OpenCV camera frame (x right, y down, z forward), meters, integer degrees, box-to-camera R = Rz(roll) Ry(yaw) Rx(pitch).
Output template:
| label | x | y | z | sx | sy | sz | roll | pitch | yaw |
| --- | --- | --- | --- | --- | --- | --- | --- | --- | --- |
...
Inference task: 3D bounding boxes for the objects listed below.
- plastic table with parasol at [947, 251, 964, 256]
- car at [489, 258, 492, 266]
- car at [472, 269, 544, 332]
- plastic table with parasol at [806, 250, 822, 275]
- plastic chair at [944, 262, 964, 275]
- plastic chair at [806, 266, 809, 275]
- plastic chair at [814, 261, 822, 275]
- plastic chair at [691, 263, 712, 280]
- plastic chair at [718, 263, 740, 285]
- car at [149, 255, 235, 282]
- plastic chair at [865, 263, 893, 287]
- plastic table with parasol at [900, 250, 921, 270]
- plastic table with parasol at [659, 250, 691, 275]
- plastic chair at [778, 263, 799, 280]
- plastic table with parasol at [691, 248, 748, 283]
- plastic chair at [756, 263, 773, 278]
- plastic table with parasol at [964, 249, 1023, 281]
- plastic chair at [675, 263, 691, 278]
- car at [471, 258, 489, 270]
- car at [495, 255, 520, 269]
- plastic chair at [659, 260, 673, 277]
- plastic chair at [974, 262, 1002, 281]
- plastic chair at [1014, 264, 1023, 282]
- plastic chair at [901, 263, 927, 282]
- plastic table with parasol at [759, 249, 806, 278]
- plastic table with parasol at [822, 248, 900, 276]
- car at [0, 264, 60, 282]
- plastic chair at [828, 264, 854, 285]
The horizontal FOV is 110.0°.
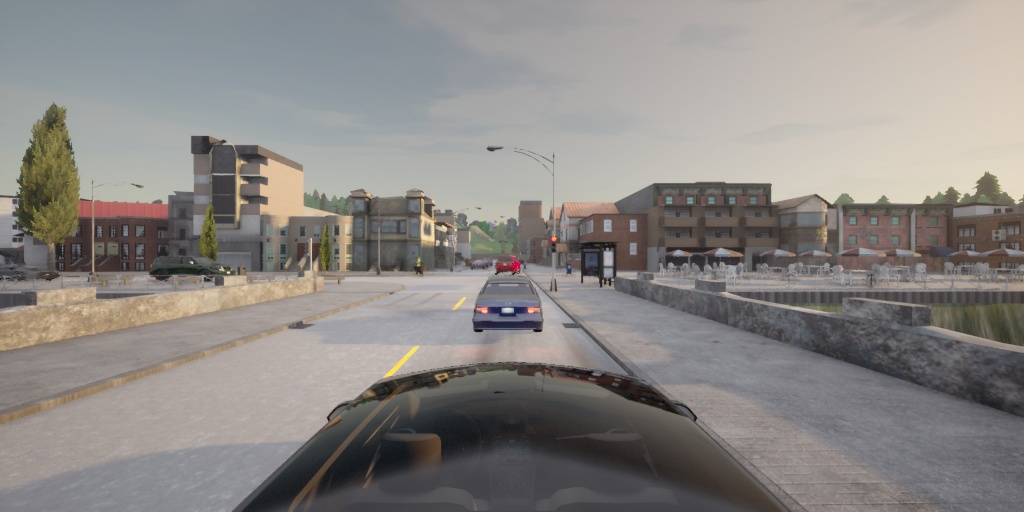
| label | x | y | z | sx | sy | sz | roll | pitch | yaw |
| --- | --- | --- | --- | --- | --- | --- | --- | --- | --- |
| plastic table with parasol | 46.169 | 0.675 | 36.452 | 2.482 | 2.480 | 2.482 | 0 | 0 | -1 |
| car | -4.979 | 1.227 | 61.637 | 1.882 | 1.535 | 5.008 | 0 | 0 | -1 |
| car | -0.104 | 1.297 | 10.772 | 2.033 | 1.411 | 5.357 | 0 | 0 | 0 |
| plastic table with parasol | 29.714 | 0.675 | 35.204 | 2.482 | 2.480 | 2.482 | 0 | 0 | -1 |
| plastic chair | 44.967 | 1.279 | 36.554 | 0.730 | 1.272 | 0.750 | 0 | 0 | -1 |
| plastic chair | 28.285 | 1.279 | 35.213 | 0.730 | 1.272 | 0.750 | 0 | 0 | -1 |
| plastic chair | 29.405 | 1.279 | 33.829 | 0.750 | 1.272 | 0.730 | 0 | 0 | -1 |
| plastic chair | 13.522 | 1.279 | 25.599 | 0.730 | 1.272 | 0.750 | 0 | 0 | -1 |
| plastic chair | 14.642 | 1.279 | 24.215 | 0.750 | 1.272 | 0.730 | 0 | 0 | -1 |
| car | -25.228 | 0.971 | 28.382 | 5.566 | 2.045 | 2.150 | 0 | 0 | -1 |
| plastic chair | 23.363 | 1.279 | 22.841 | 0.750 | 1.272 | 0.730 | 0 | 0 | -1 |
| plastic table with parasol | 30.097 | 0.675 | 28.118 | 2.482 | 2.480 | 2.482 | 0 | 0 | -1 |
| plastic table with parasol | 15.431 | 0.675 | 33.307 | 2.482 | 2.480 | 2.482 | 0 | 0 | -1 |
| plastic chair | 22.373 | 1.279 | 29.027 | 0.750 | 1.272 | 0.730 | 0 | 0 | -1 |
| plastic table with parasol | 14.794 | 0.675 | 25.477 | 2.482 | 2.480 | 2.482 | 0 | 0 | -1 |
| plastic chair | 21.253 | 1.279 | 30.411 | 0.730 | 1.272 | 0.750 | 0 | 0 | -1 |
| plastic table with parasol | 37.391 | 0.675 | 27.254 | 2.482 | 2.480 | 2.482 | 0 | 0 | -1 |
| plastic chair | 15.329 | 1.279 | 32.025 | 0.750 | 1.272 | 0.730 | 0 | 0 | -1 |
| car | -4.866 | 1.276 | 52.399 | 1.812 | 1.442 | 4.674 | 0 | 0 | 1 |
| car | -0.412 | 0.971 | 38.877 | 2.150 | 2.045 | 5.566 | 1 | 0 | 7 |
| plastic chair | 14.209 | 1.279 | 33.409 | 0.730 | 1.272 | 0.750 | 0 | 0 | -1 |
| plastic chair | 36.262 | 1.279 | 27.325 | 0.730 | 1.272 | 0.750 | 0 | 0 | -1 |
| plastic chair | 37.420 | 1.279 | 25.944 | 0.750 | 1.272 | 0.730 | 0 | 0 | -1 |
| plastic chair | 30.106 | 1.279 | 26.838 | 0.750 | 1.272 | 0.730 | 0 | 0 | -1 |
| plastic table with parasol | 22.454 | 0.675 | 30.378 | 2.482 | 2.480 | 2.482 | 0 | 0 | -1 |
| plastic table with parasol | 23.443 | 0.675 | 24.192 | 2.482 | 2.480 | 2.482 | 0 | 0 | -1 |
| car | -38.581 | 1.314 | 28.198 | 4.181 | 1.385 | 1.994 | 0 | 0 | -1 |
| plastic chair | 22.243 | 1.279 | 24.224 | 0.730 | 1.272 | 0.750 | 0 | 0 | -1 |
